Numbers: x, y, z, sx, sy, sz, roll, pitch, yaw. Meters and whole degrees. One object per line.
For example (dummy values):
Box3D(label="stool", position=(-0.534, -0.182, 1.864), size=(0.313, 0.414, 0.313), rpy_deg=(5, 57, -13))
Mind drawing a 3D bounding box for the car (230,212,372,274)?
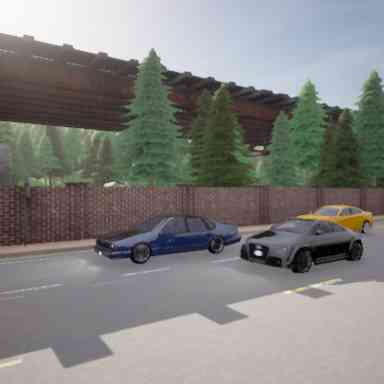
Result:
Box3D(label="car", position=(3.534, 1.549, 10.559), size=(4.181, 1.385, 1.994), rpy_deg=(0, 0, -34))

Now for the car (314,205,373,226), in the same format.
Box3D(label="car", position=(7.442, 1.450, 17.403), size=(5.008, 1.535, 1.882), rpy_deg=(0, 0, -34))

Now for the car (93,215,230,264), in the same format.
Box3D(label="car", position=(-0.682, 1.536, 11.942), size=(5.357, 1.411, 2.033), rpy_deg=(0, 0, -34))
